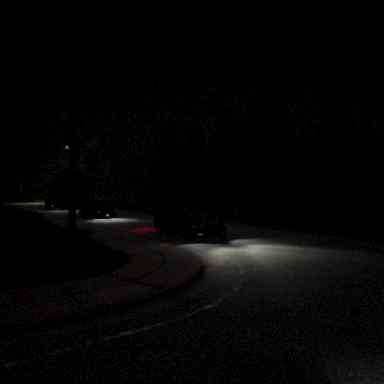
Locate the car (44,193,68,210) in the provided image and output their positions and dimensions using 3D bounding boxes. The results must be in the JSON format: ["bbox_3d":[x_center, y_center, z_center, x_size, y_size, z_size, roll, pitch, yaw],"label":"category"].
[{"bbox_3d":[-17.383,1.184,42.623,2.150,2.045,5.566,0,1,-33],"label":"car"}]

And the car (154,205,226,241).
[{"bbox_3d":[-0.248,1.441,16.799,1.882,1.535,5.008,0,0,-31],"label":"car"}]

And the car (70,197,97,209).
[{"bbox_3d":[-14.819,1.462,45.250,2.128,1.511,4.902,0,0,-34],"label":"car"}]

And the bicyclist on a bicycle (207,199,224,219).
[{"bbox_3d":[1.977,1.346,26.980,1.656,1.620,0.582,22,-28,-26],"label":"bicyclist on a bicycle"}]

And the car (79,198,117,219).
[{"bbox_3d":[-8.379,1.514,29.345,2.033,1.411,5.357,0,0,-34],"label":"car"}]
